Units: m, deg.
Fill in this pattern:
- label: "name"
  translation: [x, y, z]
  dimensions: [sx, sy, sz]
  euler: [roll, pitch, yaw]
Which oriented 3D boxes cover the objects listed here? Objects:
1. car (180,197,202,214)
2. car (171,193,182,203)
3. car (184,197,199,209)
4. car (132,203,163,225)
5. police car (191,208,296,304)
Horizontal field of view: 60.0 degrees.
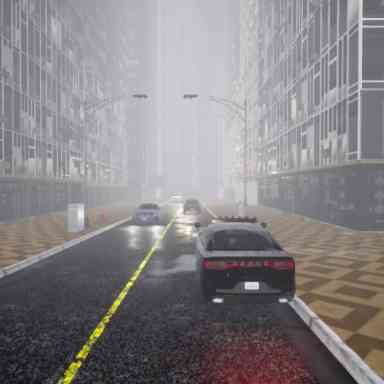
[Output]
- label: "car"
  translation: [0.008, 1.513, 36.215]
  dimensions: [1.837, 1.490, 4.892]
  euler: [0, 0, 0]
- label: "car"
  translation: [-3.124, 1.264, 68.058]
  dimensions: [2.150, 2.045, 5.566]
  euler: [0, 0, 0]
- label: "car"
  translation: [-0.057, 1.493, 46.555]
  dimensions: [1.882, 1.535, 5.008]
  euler: [0, 0, 0]
- label: "car"
  translation: [-3.145, 1.528, 24.213]
  dimensions: [1.812, 1.442, 4.674]
  euler: [0, 0, 0]
- label: "police car"
  translation: [1.035, 1.425, 8.358]
  dimensions: [1.930, 1.638, 5.238]
  euler: [0, 0, 0]
